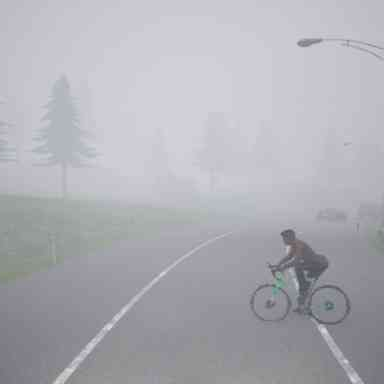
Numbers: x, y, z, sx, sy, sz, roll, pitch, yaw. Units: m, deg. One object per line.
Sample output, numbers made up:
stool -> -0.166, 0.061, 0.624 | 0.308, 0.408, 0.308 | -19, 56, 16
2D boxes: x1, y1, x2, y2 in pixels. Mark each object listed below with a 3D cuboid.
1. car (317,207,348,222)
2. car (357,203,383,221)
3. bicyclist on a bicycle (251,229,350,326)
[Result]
car -> 14.739, 2.323, 34.870 | 1.994, 1.385, 4.181 | 3, -1, 43
car -> 23.277, 2.575, 42.208 | 5.566, 2.045, 2.150 | 4, 0, -35
bicyclist on a bicycle -> 1.821, 1.463, 5.674 | 1.656, 1.620, 0.582 | -1, 0, 8
